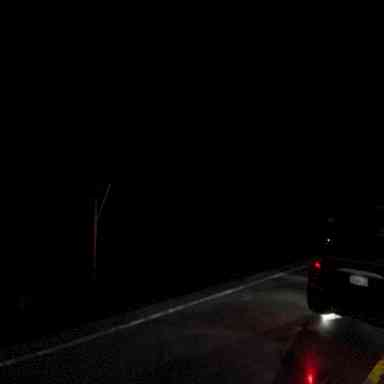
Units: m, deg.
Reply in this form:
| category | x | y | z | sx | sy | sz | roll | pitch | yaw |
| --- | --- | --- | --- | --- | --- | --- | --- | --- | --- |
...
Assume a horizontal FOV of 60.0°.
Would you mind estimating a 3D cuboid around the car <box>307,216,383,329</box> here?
| category | x | y | z | sx | sy | sz | roll | pitch | yaw |
| --- | --- | --- | --- | --- | --- | --- | --- | --- | --- |
| car | 4.327 | 1.504 | 6.675 | 4.553 | 1.767 | 2.097 | 2 | -2 | -39 |

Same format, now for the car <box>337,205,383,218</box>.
| category | x | y | z | sx | sy | sz | roll | pitch | yaw |
| --- | --- | --- | --- | --- | --- | --- | --- | --- | --- |
| car | 6.028 | 1.473 | 11.263 | 2.150 | 2.045 | 5.566 | 0 | -1 | 35 |
